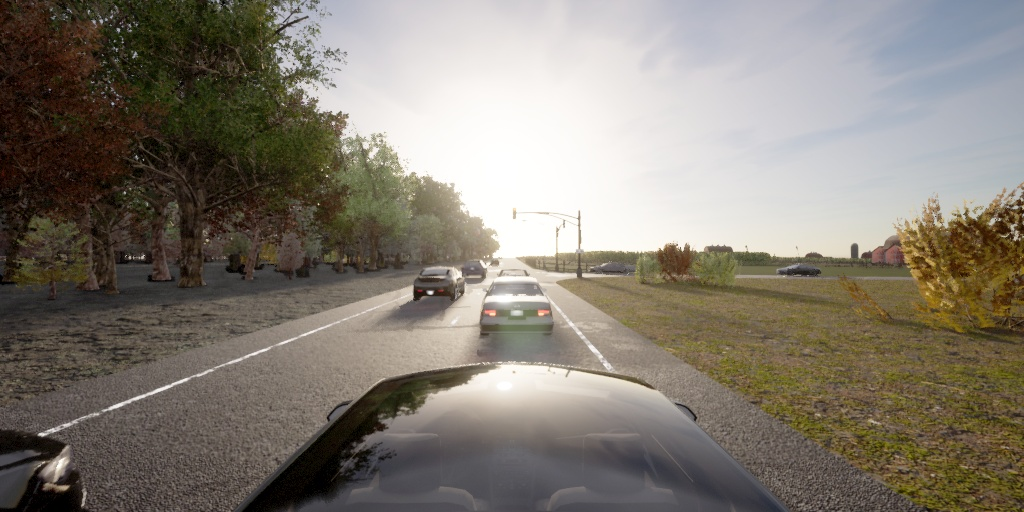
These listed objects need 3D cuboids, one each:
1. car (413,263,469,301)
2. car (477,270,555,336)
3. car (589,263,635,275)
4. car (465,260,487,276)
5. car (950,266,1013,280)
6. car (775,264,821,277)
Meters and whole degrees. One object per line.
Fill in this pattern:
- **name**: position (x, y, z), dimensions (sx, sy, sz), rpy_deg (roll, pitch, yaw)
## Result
- **car**: position (-3.416, 1.259, 17.416), dimensions (1.837, 1.490, 4.892), rpy_deg (0, 0, 0)
- **car**: position (0.087, 1.300, 10.384), dimensions (2.033, 1.411, 5.357), rpy_deg (0, 0, 0)
- **car**: position (11.969, 1.490, 42.963), dimensions (5.357, 1.411, 2.033), rpy_deg (1, -1, 4)
- **car**: position (-3.430, 1.107, 33.157), dimensions (2.097, 1.767, 4.553), rpy_deg (0, 0, 0)
- **car**: position (51.384, 1.910, 38.888), dimensions (4.718, 1.301, 1.895), rpy_deg (1, -1, 1)
- **car**: position (33.968, 1.704, 42.582), dimensions (4.674, 1.442, 1.812), rpy_deg (1, -1, 0)
